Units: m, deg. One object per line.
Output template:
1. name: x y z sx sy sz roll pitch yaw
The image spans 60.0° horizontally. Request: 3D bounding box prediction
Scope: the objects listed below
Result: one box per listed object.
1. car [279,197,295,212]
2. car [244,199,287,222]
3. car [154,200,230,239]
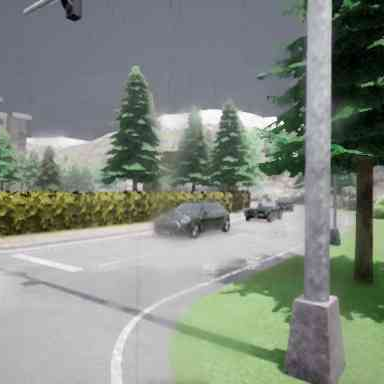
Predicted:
1. car: 10.471 1.359 37.469 1.837 1.490 4.892 1 1 16
2. car: 5.527 1.490 25.290 1.895 1.301 4.718 1 0 28
3. car: 0.115 1.247 16.881 2.097 1.767 4.553 1 0 34
